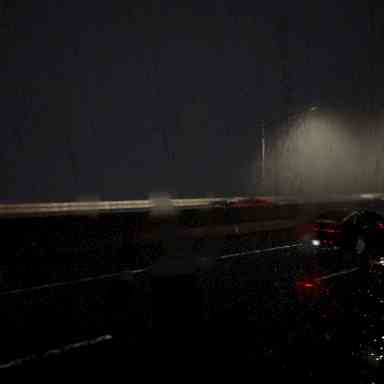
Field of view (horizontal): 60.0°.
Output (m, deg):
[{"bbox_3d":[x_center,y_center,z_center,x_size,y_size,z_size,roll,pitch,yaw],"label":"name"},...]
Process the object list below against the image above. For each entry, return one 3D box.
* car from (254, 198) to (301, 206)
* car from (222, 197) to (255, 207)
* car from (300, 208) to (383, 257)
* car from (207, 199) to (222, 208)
[{"bbox_3d":[7.338,1.305,26.241,4.181,1.385,1.994,-1,0,-35],"label":"car"},{"bbox_3d":[5.197,1.268,29.017,4.674,1.442,1.812,-1,0,-35],"label":"car"},{"bbox_3d":[6.026,1.358,12.285,4.892,1.490,1.837,-1,1,-35],"label":"car"},{"bbox_3d":[3.680,1.226,32.223,4.902,1.511,2.128,-1,0,-35],"label":"car"}]
